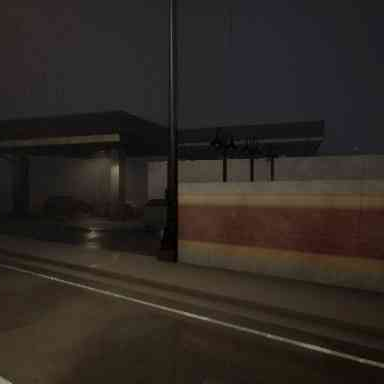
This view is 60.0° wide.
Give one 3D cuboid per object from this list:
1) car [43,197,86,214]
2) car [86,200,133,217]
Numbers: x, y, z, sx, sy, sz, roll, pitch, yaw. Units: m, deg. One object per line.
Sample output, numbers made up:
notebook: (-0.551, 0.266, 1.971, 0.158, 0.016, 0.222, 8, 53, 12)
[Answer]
car: (-12.351, 1.293, 33.281, 2.242, 1.667, 4.611, 0, 0, 37)
car: (-7.276, 1.454, 30.483, 1.970, 1.475, 3.806, 0, 0, 37)
